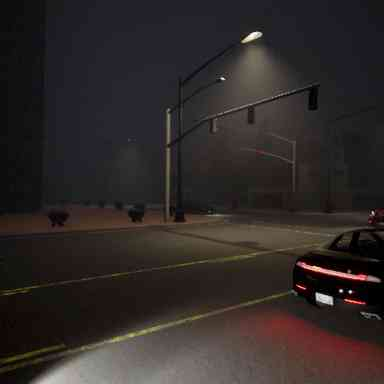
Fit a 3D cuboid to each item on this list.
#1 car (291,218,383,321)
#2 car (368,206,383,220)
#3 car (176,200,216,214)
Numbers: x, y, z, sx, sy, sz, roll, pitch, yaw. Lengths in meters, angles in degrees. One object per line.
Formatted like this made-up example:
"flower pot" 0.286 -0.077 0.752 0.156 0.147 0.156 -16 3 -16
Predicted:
"car" 4.098 1.503 6.727 4.902 1.511 2.128 0 0 -35
"car" 13.986 1.486 22.622 4.553 1.767 2.097 1 0 -36
"car" 0.265 1.624 36.056 2.033 1.411 5.357 1 -1 -35
